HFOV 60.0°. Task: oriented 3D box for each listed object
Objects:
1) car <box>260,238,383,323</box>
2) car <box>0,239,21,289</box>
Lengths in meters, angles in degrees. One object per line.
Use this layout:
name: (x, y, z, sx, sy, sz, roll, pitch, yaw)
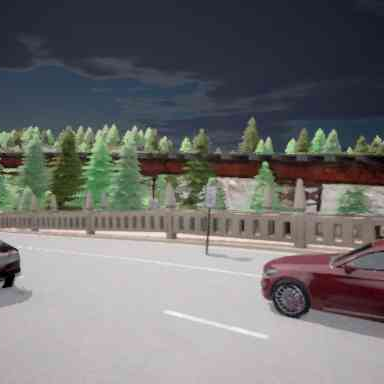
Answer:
car: (3.523, 1.533, 5.779, 4.674, 1.442, 1.812, 0, 0, 36)
car: (-6.284, 1.683, 8.475, 4.902, 1.511, 2.128, -3, -2, 35)
